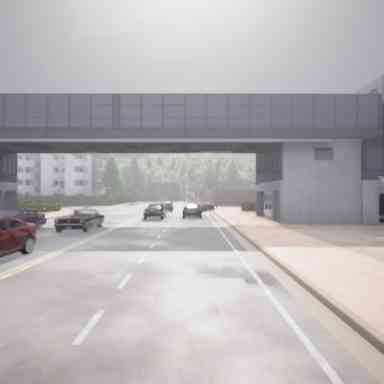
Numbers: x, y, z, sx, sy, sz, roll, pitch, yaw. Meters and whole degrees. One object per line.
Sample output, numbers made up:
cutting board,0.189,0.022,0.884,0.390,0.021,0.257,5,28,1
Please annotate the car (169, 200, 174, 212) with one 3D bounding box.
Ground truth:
car,-3.515,1.873,45.454,2.128,1.511,4.902,0,0,0

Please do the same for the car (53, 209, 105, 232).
car,-7.081,1.780,21.335,1.895,1.301,4.718,0,0,0

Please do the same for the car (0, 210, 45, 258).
car,-7.089,1.572,11.195,1.882,1.535,5.008,0,-1,0

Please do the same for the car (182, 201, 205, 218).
car,0.020,1.851,34.034,1.994,1.385,4.181,0,0,0

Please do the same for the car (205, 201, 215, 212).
car,1.647,1.944,45.168,1.994,1.385,4.181,0,-1,25

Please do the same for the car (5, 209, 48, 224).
car,-10.586,1.714,19.953,2.033,1.411,5.357,0,0,0

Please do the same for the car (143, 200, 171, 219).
car,-3.489,1.815,31.773,2.033,1.411,5.357,0,0,0
